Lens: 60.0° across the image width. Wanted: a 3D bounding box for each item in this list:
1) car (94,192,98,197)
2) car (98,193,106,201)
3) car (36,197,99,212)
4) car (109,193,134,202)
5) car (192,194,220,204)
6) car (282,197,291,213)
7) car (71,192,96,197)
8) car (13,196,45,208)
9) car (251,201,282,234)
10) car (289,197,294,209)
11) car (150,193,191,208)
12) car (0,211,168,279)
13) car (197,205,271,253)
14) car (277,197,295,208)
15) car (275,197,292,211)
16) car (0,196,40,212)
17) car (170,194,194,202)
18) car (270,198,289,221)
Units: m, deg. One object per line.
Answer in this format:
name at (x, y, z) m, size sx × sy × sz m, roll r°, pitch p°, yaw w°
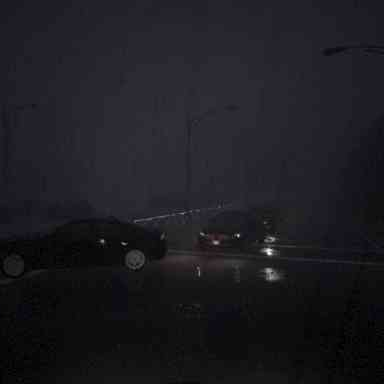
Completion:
car at (-21.856, 1.298, 67.986) m, size 3.806 × 1.475 × 1.970 m, roll 0°, pitch 0°, yaw 18°
car at (-20.214, 1.014, 70.941) m, size 3.866 × 1.878 × 1.905 m, roll 0°, pitch 0°, yaw 18°
car at (-9.036, 1.356, 24.209) m, size 3.633 × 1.501 × 1.845 m, roll 0°, pitch 0°, yaw 18°
car at (-13.809, 1.045, 65.312) m, size 4.605 × 1.855 × 1.932 m, roll 0°, pitch 0°, yaw 18°
car at (1.660, 1.125, 56.782) m, size 5.027 × 1.636 × 2.152 m, roll 0°, pitch 0°, yaw 18°
car at (7.747, 1.486, 30.515) m, size 1.837 × 1.490 × 4.892 m, roll 0°, pitch 0°, yaw 19°
car at (-18.464, 1.249, 53.736) m, size 4.514 × 1.523 × 2.007 m, roll 0°, pitch 0°, yaw 18°
car at (-21.698, 1.273, 44.281) m, size 3.633 × 1.501 × 1.845 m, roll 0°, pitch 0°, yaw 18°
car at (3.960, 1.490, 19.305) m, size 1.837 × 1.490 × 4.892 m, roll 0°, pitch 0°, yaw 19°
car at (9.786, 1.543, 36.553) m, size 1.994 × 1.385 × 4.181 m, roll 0°, pitch 0°, yaw 19°
car at (-2.967, 1.074, 41.774) m, size 4.605 × 1.855 × 1.932 m, roll 0°, pitch 0°, yaw 18°
car at (-3.236, 1.475, 9.875) m, size 5.008 × 1.535 × 1.882 m, roll 0°, pitch 0°, yaw -16°
car at (1.813, 1.514, 13.896) m, size 1.812 × 1.442 × 4.674 m, roll 0°, pitch 0°, yaw 24°
car at (13.539, 1.468, 47.686) m, size 2.128 × 1.511 × 4.902 m, roll 0°, pitch 0°, yaw 19°
car at (11.658, 1.483, 42.110) m, size 1.837 × 1.490 × 4.892 m, roll 0°, pitch 0°, yaw 19°
car at (-15.115, 1.356, 29.404) m, size 3.806 × 1.475 × 1.970 m, roll 0°, pitch 0°, yaw 18°
car at (-2.104, 1.257, 68.690) m, size 4.514 × 1.523 × 2.007 m, roll 0°, pitch 0°, yaw 18°
car at (5.870, 1.474, 24.951) m, size 2.128 × 1.511 × 4.902 m, roll 0°, pitch 0°, yaw 19°
